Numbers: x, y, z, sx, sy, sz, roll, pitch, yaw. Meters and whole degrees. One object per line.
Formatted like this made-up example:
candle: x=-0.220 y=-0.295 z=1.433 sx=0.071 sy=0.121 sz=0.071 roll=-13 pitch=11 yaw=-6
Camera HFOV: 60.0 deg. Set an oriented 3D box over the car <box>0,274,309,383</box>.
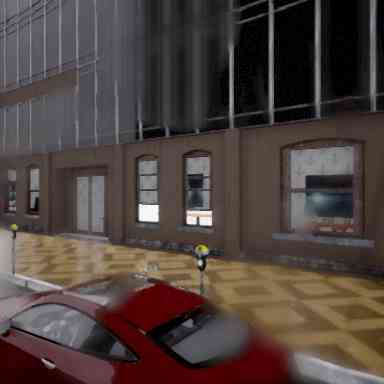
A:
car: x=-0.942 y=1.579 z=3.546 sx=4.206 sy=1.307 sz=1.802 roll=0 pitch=0 yaw=36
